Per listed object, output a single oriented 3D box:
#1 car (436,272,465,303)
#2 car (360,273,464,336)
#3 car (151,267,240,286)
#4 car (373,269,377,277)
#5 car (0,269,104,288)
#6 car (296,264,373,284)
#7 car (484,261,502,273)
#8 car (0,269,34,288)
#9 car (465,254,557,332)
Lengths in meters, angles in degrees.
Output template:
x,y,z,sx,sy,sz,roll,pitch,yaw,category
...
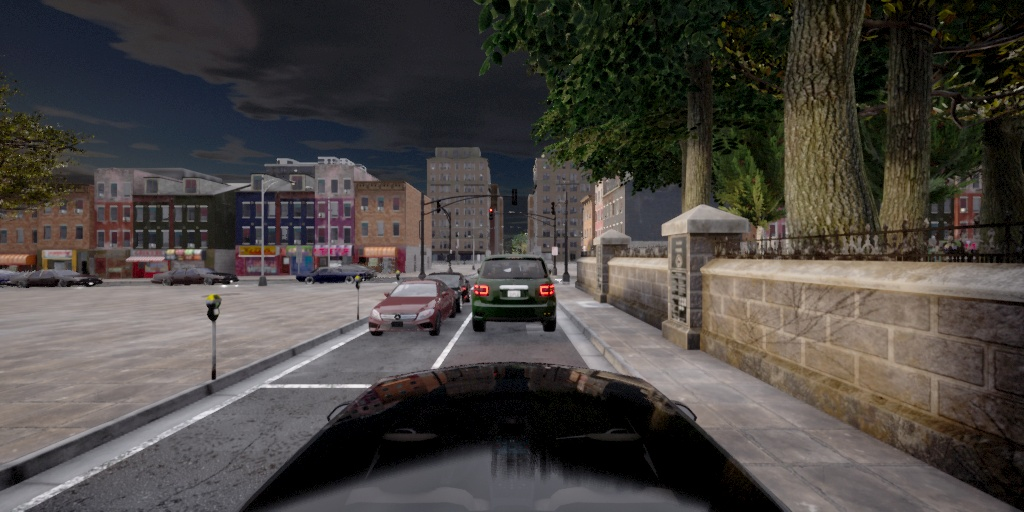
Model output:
x,y,z,sx,sy,sz,roll,pitch,yaw,category
-2.637,1.315,13.999,1.948,1.339,4.313,0,0,0,car
-2.637,1.332,10.336,1.802,1.307,4.207,0,0,0,car
-23.690,1.556,26.867,5.357,1.411,2.033,-1,0,0,car
-13.658,1.407,29.708,4.674,1.442,1.812,-1,0,0,car
-34.135,1.719,26.847,5.357,1.411,2.033,-1,0,1,car
-13.357,1.479,26.900,4.718,1.301,1.895,-1,0,0,car
-2.285,1.306,43.403,1.994,1.385,4.181,0,0,0,car
-43.252,1.866,29.752,4.674,1.442,1.812,-1,0,0,car
0.076,0.971,11.015,2.150,2.045,5.566,0,0,1,car
